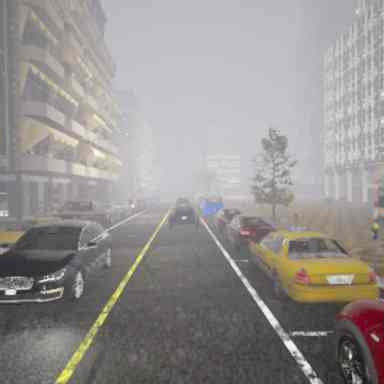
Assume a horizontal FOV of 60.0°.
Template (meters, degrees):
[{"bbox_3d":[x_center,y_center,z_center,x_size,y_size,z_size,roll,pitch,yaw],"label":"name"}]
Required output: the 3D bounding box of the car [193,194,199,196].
[{"bbox_3d":[1.326,1.346,46.586,1.967,1.590,4.097,-1,0,-2],"label":"car"}]

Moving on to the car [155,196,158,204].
[{"bbox_3d":[-7.383,1.577,57.379,1.802,1.307,4.206,-1,0,-2],"label":"car"}]

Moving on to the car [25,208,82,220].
[{"bbox_3d":[-6.034,1.568,13.018,1.752,1.417,4.829,-1,0,-2],"label":"car"}]

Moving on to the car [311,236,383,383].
[{"bbox_3d":[2.672,1.404,2.393,1.967,1.590,4.097,-1,0,-2],"label":"car"}]

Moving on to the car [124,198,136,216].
[{"bbox_3d":[-6.543,1.570,29.760,2.008,1.369,4.403,-1,0,-2],"label":"car"}]

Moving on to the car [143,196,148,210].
[{"bbox_3d":[-6.879,1.573,40.807,1.947,1.339,4.313,-1,0,-2],"label":"car"}]

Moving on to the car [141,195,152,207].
[{"bbox_3d":[-7.047,1.547,46.331,1.887,1.381,4.507,-1,0,-2],"label":"car"}]

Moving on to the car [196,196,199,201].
[{"bbox_3d":[1.659,1.440,35.707,1.752,1.417,4.829,-1,0,-2],"label":"car"}]

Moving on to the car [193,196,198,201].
[{"bbox_3d":[1.497,1.476,41.062,1.947,1.339,4.313,-1,0,-2],"label":"car"}]

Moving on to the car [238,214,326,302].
[{"bbox_3d":[2.500,1.480,8.087,1.752,1.417,4.829,-1,0,-2],"label":"car"}]

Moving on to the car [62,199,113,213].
[{"bbox_3d":[-6.211,1.349,18.710,2.192,1.841,5.009,-1,0,-2],"label":"car"}]

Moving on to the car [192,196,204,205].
[{"bbox_3d":[0.986,1.423,57.804,1.752,1.417,4.829,-1,0,-2],"label":"car"}]

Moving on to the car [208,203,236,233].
[{"bbox_3d":[2.169,1.519,18.965,1.802,1.307,4.206,-1,0,-2],"label":"car"}]

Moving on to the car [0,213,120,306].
[{"bbox_3d":[-3.291,1.525,8.337,1.837,1.490,4.892,-1,0,-2],"label":"car"}]

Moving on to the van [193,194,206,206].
[{"bbox_3d":[1.156,1.243,52.111,1.690,1.788,3.998,-1,0,-2],"label":"van"}]

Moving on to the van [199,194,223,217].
[{"bbox_3d":[1.829,1.263,30.013,1.690,1.788,3.998,-1,0,-2],"label":"van"}]

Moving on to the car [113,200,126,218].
[{"bbox_3d":[-6.374,1.576,24.235,2.008,1.369,4.403,-1,0,-2],"label":"car"}]

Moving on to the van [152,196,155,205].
[{"bbox_3d":[-7.219,1.340,51.856,1.690,1.788,3.998,-1,0,-2],"label":"van"}]

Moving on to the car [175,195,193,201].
[{"bbox_3d":[-1.110,1.417,41.579,1.882,1.535,5.008,-1,0,-2],"label":"car"}]

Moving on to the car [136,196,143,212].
[{"bbox_3d":[-6.713,1.453,35.282,1.967,1.590,4.097,-1,0,-2],"label":"car"}]

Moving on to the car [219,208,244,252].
[{"bbox_3d":[2.338,1.527,13.442,1.802,1.307,4.206,-1,0,-2],"label":"car"}]

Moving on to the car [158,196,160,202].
[{"bbox_3d":[-7.551,1.574,62.903,1.802,1.307,4.206,-1,0,-2],"label":"car"}]

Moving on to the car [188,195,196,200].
[{"bbox_3d":[-0.016,1.434,90.779,1.887,1.381,4.507,-1,0,-2],"label":"car"}]

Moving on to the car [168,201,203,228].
[{"bbox_3d":[-0.523,1.527,22.051,1.994,1.385,4.181,-1,0,-2],"label":"car"}]
